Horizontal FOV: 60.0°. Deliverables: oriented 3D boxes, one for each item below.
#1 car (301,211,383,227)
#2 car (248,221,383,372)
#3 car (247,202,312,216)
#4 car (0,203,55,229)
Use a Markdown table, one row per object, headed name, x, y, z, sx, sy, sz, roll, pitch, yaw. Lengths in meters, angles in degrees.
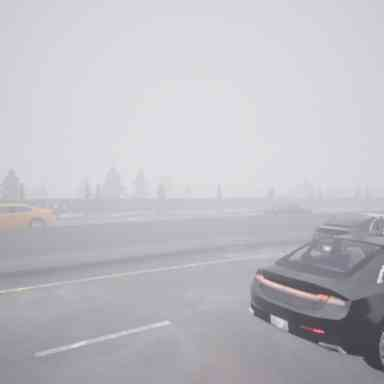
| name | x | y | z | sx | sy | sz | roll | pitch | yaw |
| --- | --- | --- | --- | --- | --- | --- | --- | --- | --- |
| car | 6.260 | 1.486 | 11.333 | 4.892 | 1.490 | 1.837 | 0 | 0 | -28 |
| car | 3.191 | 1.482 | 5.592 | 4.902 | 1.511 | 2.128 | 0 | 0 | -32 |
| car | 6.125 | 1.433 | 23.157 | 4.902 | 1.511 | 2.128 | 0 | 0 | -25 |
| car | -10.126 | 1.379 | 18.034 | 5.008 | 1.535 | 1.882 | 0 | 0 | -33 |
